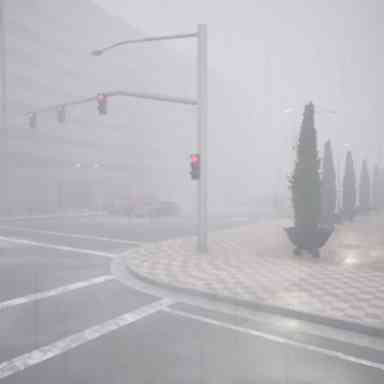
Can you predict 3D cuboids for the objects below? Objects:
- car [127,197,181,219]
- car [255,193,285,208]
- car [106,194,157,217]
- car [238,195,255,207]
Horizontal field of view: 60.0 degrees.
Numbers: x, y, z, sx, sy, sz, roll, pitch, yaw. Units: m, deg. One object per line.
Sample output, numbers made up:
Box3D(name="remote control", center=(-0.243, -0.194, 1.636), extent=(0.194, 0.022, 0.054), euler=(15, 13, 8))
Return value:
Box3D(name="car", center=(-2.931, 1.449, 28.511), extent=(1.837, 1.490, 4.892), euler=(0, 0, 36))
Box3D(name="car", center=(11.756, 1.167, 48.663), extent=(2.150, 2.045, 5.566), euler=(0, 0, 37))
Box3D(name="car", center=(-5.375, 1.165, 31.113), extent=(2.150, 2.045, 5.566), euler=(0, 0, 36))
Box3D(name="car", center=(8.845, 1.295, 50.615), extent=(2.097, 1.767, 4.553), euler=(0, 0, 37))
